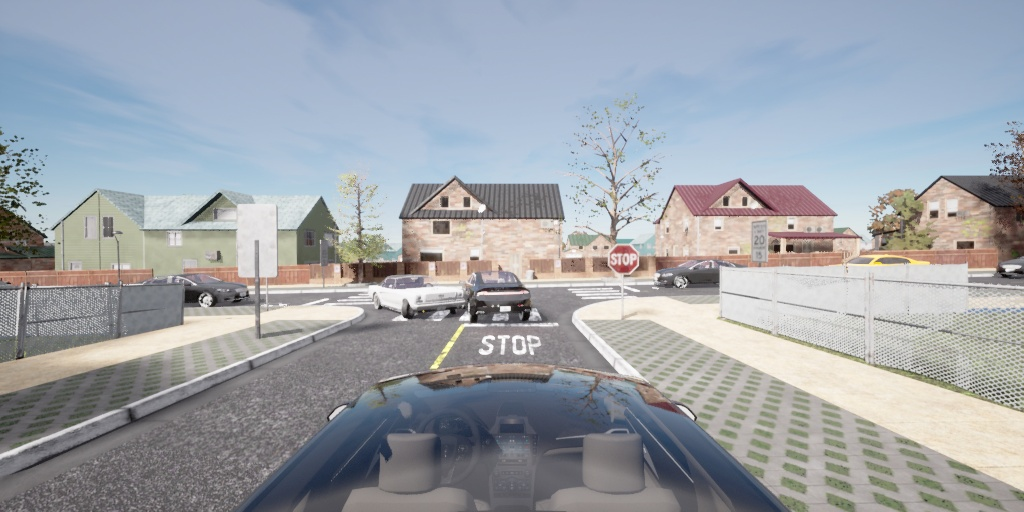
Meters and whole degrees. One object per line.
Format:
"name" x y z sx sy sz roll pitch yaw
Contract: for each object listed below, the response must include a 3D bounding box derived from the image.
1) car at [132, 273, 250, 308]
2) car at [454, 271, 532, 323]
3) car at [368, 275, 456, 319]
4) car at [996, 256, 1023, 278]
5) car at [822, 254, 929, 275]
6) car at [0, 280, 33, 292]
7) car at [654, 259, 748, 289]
"car" -14.904 1.567 16.581 4.902 1.511 2.128 -1 1 0
"car" -0.688 1.243 12.228 2.128 1.511 4.902 0 0 -12
"car" -3.604 1.368 13.087 1.895 1.301 4.718 0 0 -38
"car" 29.834 0.468 19.716 4.902 1.511 2.128 -1 1 0
"car" 19.757 0.691 19.676 5.008 1.535 1.882 -2 1 -1
"car" -25.042 1.668 16.536 4.553 1.767 2.097 -1 1 0
"car" 10.328 0.926 19.638 4.902 1.511 2.128 -1 1 0
